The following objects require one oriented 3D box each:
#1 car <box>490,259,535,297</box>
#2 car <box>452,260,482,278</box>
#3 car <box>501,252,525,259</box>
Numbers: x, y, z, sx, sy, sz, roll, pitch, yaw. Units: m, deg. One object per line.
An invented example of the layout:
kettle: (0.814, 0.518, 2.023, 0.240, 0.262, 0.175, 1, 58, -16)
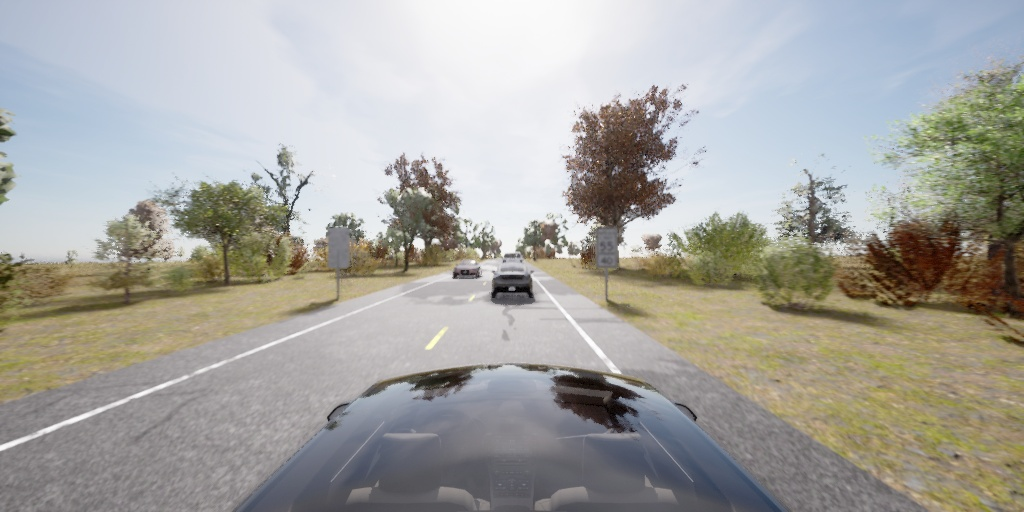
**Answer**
car: (0.026, 1.077, 17.328, 1.837, 1.490, 4.892, 0, 1, 0)
car: (-3.519, 1.019, 28.847, 1.994, 1.385, 4.181, 0, 0, 0)
car: (0.081, 0.605, 36.096, 2.150, 2.045, 5.566, 0, 0, 0)
